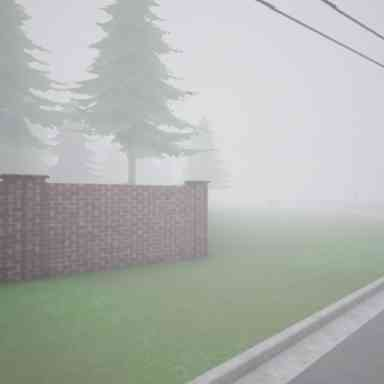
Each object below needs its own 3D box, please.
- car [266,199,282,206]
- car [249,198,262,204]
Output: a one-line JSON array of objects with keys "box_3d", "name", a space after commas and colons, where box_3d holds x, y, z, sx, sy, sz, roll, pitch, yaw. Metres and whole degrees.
[{"box_3d": [16.315, 2.104, 66.647, 1.994, 1.385, 4.181, 0, 0, -10], "name": "car"}, {"box_3d": [14.540, 2.139, 76.413, 1.994, 1.385, 4.181, 0, 0, -10], "name": "car"}]
